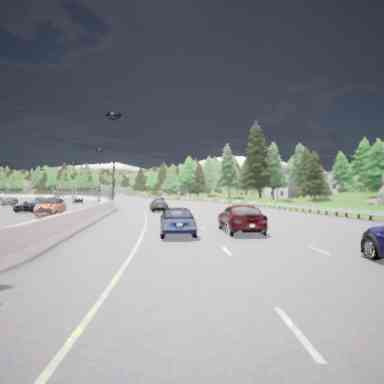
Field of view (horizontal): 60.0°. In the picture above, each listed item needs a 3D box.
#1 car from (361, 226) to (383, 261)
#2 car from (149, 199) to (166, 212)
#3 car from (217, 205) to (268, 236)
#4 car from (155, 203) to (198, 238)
[{"bbox_3d":[6.762,1.316,9.302,2.097,1.767,4.553,0,0,-3],"label":"car"},{"bbox_3d":[-3.872,1.520,38.581,1.994,1.385,4.181,0,0,-11],"label":"car"},{"bbox_3d":[2.631,1.442,18.203,1.882,1.535,5.008,0,0,-5],"label":"car"},{"bbox_3d":[-0.791,1.524,17.612,2.033,1.411,5.357,0,0,-5],"label":"car"}]
